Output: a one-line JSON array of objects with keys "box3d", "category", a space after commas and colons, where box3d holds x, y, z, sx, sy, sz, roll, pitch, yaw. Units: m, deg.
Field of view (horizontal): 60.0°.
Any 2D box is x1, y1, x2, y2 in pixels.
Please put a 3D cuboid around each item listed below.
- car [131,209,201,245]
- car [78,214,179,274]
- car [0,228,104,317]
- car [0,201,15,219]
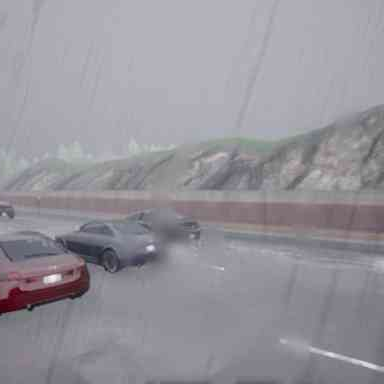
[{"box3d": [-1.839, 1.513, 14.540, 4.892, 1.490, 1.837, 0, 0, 40], "category": "car"}, {"box3d": [-2.739, 1.563, 10.753, 4.181, 1.385, 1.994, 0, 0, 39], "category": "car"}, {"box3d": [-4.119, 1.553, 7.362, 4.181, 1.385, 1.994, 0, 0, 39], "category": "car"}, {"box3d": [-16.177, 1.454, 27.182, 4.892, 1.490, 1.837, 0, 0, 42], "category": "car"}]
